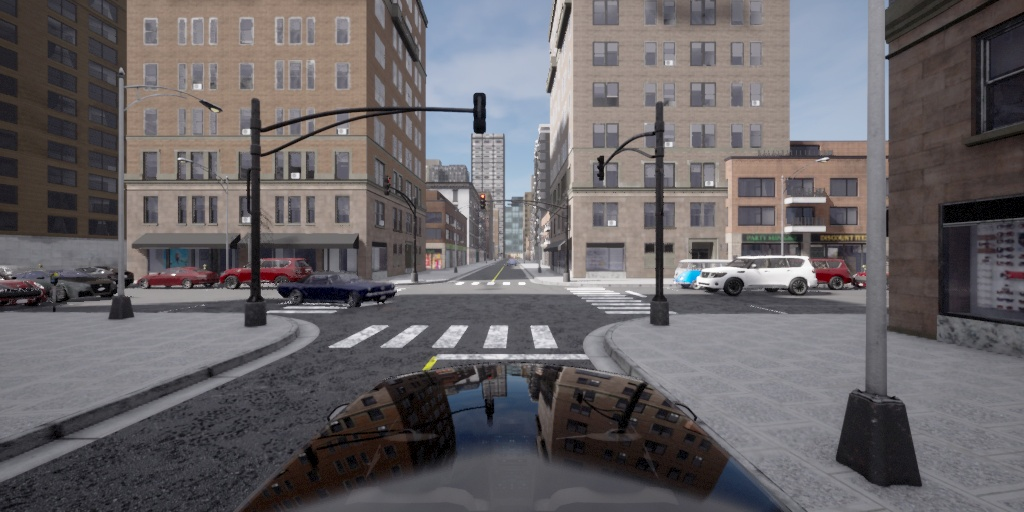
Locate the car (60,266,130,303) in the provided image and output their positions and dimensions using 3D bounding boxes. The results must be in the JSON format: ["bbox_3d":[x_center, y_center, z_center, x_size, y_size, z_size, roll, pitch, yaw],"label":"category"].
[{"bbox_3d":[-20.426,1.303,16.109,4.181,1.385,1.994,0,0,0],"label":"car"}]

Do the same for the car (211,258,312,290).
[{"bbox_3d":[-14.913,1.058,22.035,5.009,1.841,2.192,0,0,0],"label":"car"}]

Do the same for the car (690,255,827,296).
[{"bbox_3d":[12.956,0.989,19.119,5.566,2.045,2.150,0,0,0],"label":"car"}]

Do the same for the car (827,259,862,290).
[{"bbox_3d":[17.630,1.085,21.853,5.009,1.841,2.192,0,0,0],"label":"car"}]

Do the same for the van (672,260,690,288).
[{"bbox_3d":[12.034,1.107,21.884,3.998,1.789,1.690,0,0,0],"label":"van"}]

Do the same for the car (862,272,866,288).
[{"bbox_3d":[23.226,1.215,21.821,4.097,1.591,1.967,0,0,0],"label":"car"}]

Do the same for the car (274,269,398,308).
[{"bbox_3d":[-7.210,1.351,14.970,4.718,1.301,1.895,0,0,18],"label":"car"}]

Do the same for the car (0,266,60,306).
[{"bbox_3d":[-20.459,1.179,13.540,4.097,1.591,1.967,0,0,0],"label":"car"}]

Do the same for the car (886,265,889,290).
[{"bbox_3d":[22.921,1.280,19.065,4.892,1.490,1.837,0,0,0],"label":"car"}]

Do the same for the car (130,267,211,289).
[{"bbox_3d":[-20.437,1.320,22.066,4.207,1.307,1.802,0,0,0],"label":"car"}]
